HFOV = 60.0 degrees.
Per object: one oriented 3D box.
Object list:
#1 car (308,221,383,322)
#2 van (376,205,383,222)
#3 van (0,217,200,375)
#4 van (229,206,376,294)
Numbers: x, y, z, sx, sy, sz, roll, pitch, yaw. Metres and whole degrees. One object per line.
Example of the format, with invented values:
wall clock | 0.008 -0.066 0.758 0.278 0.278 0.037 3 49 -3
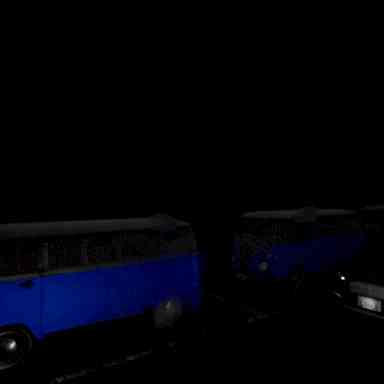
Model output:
car | 4.783 1.492 6.653 4.902 1.511 2.128 0 0 -35
van | 7.330 1.341 11.753 3.998 1.788 1.690 0 -1 -35
van | -1.776 1.341 5.279 3.998 1.788 1.690 0 -1 -35
van | 2.777 1.342 8.517 3.998 1.788 1.690 0 -1 -35
